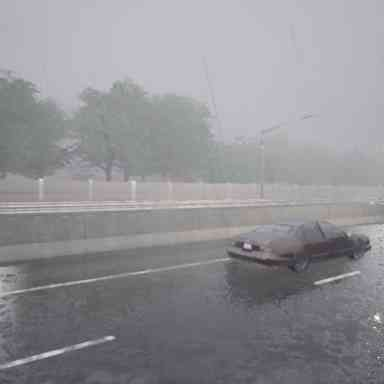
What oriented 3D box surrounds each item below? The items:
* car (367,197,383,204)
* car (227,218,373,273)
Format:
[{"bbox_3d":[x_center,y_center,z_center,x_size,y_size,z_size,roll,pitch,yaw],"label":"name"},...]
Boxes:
[{"bbox_3d":[28.212,1.526,49.848,4.902,1.511,2.128,0,0,-35],"label":"car"},{"bbox_3d":[3.603,1.555,10.683,5.357,1.411,2.033,0,0,-35],"label":"car"}]
